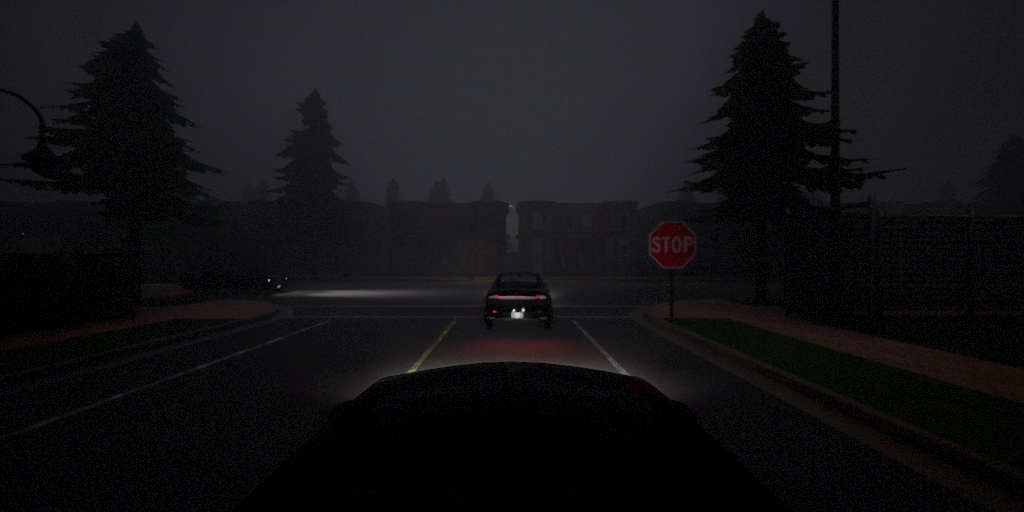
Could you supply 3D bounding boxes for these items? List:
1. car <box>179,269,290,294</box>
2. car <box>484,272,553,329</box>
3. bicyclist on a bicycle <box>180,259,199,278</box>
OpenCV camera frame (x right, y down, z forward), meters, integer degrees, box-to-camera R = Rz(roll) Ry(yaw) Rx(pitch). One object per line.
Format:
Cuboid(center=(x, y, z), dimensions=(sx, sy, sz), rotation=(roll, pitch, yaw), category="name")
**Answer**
Cuboid(center=(-14.699, 1.336, 19.237), dimensions=(4.718, 1.301, 1.895), rotation=(0, 0, 0), category="car")
Cuboid(center=(0.252, 1.245, 11.237), dimensions=(2.128, 1.511, 4.902), rotation=(0, 0, 3), category="car")
Cuboid(center=(-25.341, 1.039, 28.163), dimensions=(0.582, 1.620, 1.656), rotation=(0, 0, 0), category="bicyclist on a bicycle")
